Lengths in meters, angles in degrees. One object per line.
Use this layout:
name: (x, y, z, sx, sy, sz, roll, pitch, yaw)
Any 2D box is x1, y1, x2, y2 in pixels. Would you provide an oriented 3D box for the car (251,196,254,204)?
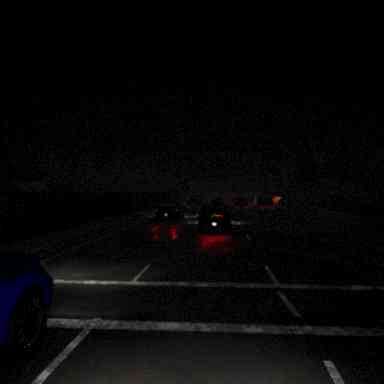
car: (11.472, 1.283, 58.424, 2.128, 1.511, 4.902, 0, 0, 5)

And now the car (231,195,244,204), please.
car: (7.984, 1.261, 58.712, 1.882, 1.535, 5.008, 0, 0, 5)

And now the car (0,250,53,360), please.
car: (-3.299, 1.204, 2.795, 2.150, 2.045, 5.566, 0, 0, 2)

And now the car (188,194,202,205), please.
car: (0.505, 1.143, 52.905, 2.097, 1.767, 4.553, 0, 0, 5)

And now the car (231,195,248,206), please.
car: (7.230, 1.295, 49.573, 1.882, 1.535, 5.008, 0, 0, 5)

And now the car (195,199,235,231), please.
car: (1.379, 1.428, 19.946, 1.837, 1.490, 4.892, 0, 0, 5)

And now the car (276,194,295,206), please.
car: (14.337, 1.375, 50.580, 2.033, 1.411, 5.357, 0, 0, 5)

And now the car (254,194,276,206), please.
car: (10.718, 1.303, 49.285, 1.882, 1.535, 5.008, 0, 0, 5)

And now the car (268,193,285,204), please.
car: (15.071, 1.146, 59.467, 2.097, 1.767, 4.553, 0, 0, 5)

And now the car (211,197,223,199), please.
car: (3.810, 1.371, 50.645, 1.994, 1.385, 4.181, 0, 0, 5)

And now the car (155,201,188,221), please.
car: (-1.652, 1.420, 25.827, 1.812, 1.442, 4.674, 0, 0, 5)
